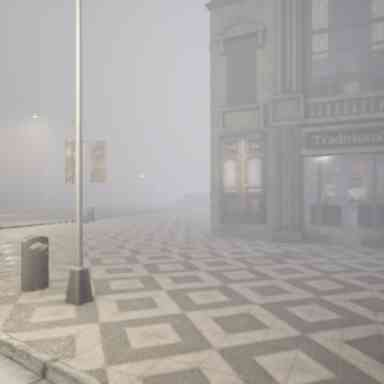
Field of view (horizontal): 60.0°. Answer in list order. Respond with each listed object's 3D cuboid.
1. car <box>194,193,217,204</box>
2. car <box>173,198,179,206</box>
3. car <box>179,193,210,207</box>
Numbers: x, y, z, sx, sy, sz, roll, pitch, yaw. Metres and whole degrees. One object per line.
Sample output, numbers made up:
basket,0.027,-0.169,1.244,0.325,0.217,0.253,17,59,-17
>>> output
car,2.531,1.181,61.783,2.150,2.045,5.566,0,0,26
car,-1.125,1.569,54.215,1.895,1.301,4.718,0,0,27
car,0.648,1.187,50.442,2.150,2.045,5.566,0,0,27
